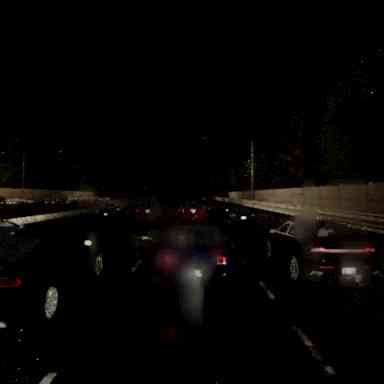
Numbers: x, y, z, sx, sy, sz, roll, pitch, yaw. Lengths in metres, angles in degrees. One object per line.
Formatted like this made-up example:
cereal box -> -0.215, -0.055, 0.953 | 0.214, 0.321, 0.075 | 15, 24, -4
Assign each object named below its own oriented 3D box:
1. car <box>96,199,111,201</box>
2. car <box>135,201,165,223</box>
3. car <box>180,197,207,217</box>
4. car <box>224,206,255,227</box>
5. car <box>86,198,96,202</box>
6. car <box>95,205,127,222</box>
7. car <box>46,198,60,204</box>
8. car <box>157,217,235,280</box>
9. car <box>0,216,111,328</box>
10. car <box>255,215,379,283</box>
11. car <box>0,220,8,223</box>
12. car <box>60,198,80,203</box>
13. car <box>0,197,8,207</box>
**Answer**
car -> -17.512, 2.046, 68.050 | 1.895, 1.301, 4.718 | 0, 0, 0
car -> -3.406, 1.540, 27.633 | 2.097, 1.767, 4.553 | 0, 0, 0
car -> 0.096, 1.540, 27.663 | 2.097, 1.767, 4.553 | 0, 0, 0
car -> 3.494, 1.726, 24.476 | 1.994, 1.385, 4.181 | 0, 0, 0
car -> -21.012, 2.014, 70.302 | 1.994, 1.385, 4.181 | 0, 0, 0
car -> -6.902, 1.758, 28.557 | 1.994, 1.385, 4.181 | 0, 0, 0
car -> -28.012, 1.952, 67.662 | 1.837, 1.490, 4.892 | 0, 0, 0
car -> 0.099, 1.669, 10.098 | 1.895, 1.301, 4.718 | 0, 0, 0
car -> -3.399, 1.527, 7.238 | 1.882, 1.535, 5.008 | 0, 0, 0
car -> 3.498, 1.556, 9.837 | 2.128, 1.511, 4.902 | 0, 0, 0
car -> -6.903, 1.641, 11.453 | 1.994, 1.385, 4.181 | 0, 0, 0
car -> -24.512, 1.976, 68.079 | 2.128, 1.511, 4.902 | 0, 0, 0
car -> -17.602, 1.409, 27.658 | 2.150, 2.045, 5.566 | 0, 0, 0
